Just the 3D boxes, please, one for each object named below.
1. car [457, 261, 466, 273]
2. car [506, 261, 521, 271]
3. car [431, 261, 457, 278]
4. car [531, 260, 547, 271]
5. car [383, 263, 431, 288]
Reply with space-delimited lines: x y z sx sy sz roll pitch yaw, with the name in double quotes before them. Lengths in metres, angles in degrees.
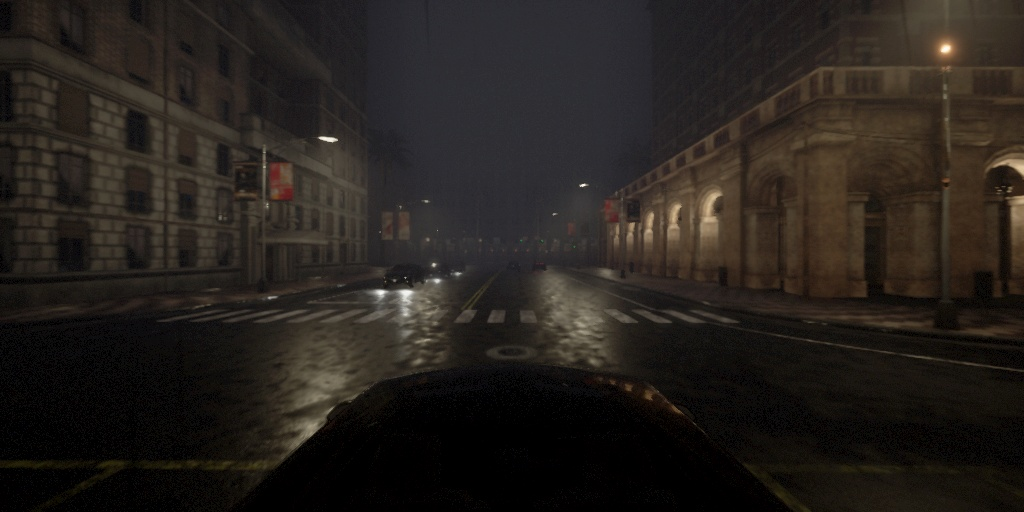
"car" -6.847 1.300 44.591 2.033 1.411 5.357 0 0 1
"car" 0.233 1.317 49.888 1.994 1.385 4.181 0 0 1
"car" -6.994 1.299 33.935 2.033 1.411 5.357 0 0 1
"car" 3.728 1.245 49.696 2.128 1.511 4.902 0 0 1
"car" -7.083 1.256 24.077 1.837 1.490 4.892 0 0 0
